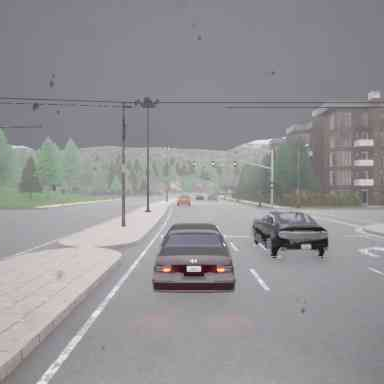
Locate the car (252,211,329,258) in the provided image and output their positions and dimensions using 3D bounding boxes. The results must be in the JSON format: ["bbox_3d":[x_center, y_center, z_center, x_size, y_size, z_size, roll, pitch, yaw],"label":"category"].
[{"bbox_3d":[3.562,1.491,12.825,2.128,1.511,4.902,0,0,0],"label":"car"}]

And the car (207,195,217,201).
[{"bbox_3d":[5.510,1.539,85.614,2.033,1.411,5.357,0,0,0],"label":"car"}]

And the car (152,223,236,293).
[{"bbox_3d":[0.045,1.547,9.000,2.033,1.411,5.357,0,0,0],"label":"car"}]

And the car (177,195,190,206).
[{"bbox_3d":[-1.338,1.352,54.745,2.097,1.767,4.553,0,0,-1],"label":"car"}]

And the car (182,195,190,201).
[{"bbox_3d":[-1.490,1.523,85.570,1.812,1.442,4.674,0,0,0],"label":"car"}]

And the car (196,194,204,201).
[{"bbox_3d":[2.010,1.477,85.608,1.882,1.535,5.008,0,0,0],"label":"car"}]
